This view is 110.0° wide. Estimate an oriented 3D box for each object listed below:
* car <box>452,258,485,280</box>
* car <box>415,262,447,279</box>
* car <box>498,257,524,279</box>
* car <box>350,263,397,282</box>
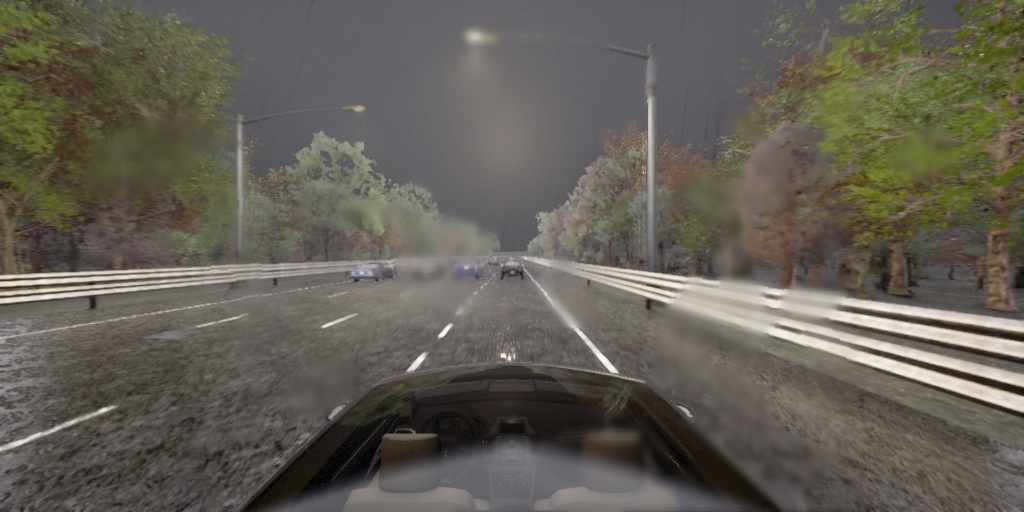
[{"bbox_3d":[-3.464,1.013,29.954,2.097,1.767,4.553,0,0,1],"label":"car"},{"bbox_3d":[-6.958,1.223,30.952,1.994,1.385,4.181,0,0,0],"label":"car"},{"bbox_3d":[0.045,1.134,31.424,1.882,1.535,5.008,0,1,0],"label":"car"},{"bbox_3d":[-10.488,1.216,27.523,2.033,1.411,5.357,0,0,0],"label":"car"}]
